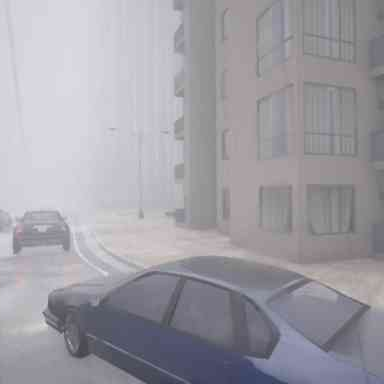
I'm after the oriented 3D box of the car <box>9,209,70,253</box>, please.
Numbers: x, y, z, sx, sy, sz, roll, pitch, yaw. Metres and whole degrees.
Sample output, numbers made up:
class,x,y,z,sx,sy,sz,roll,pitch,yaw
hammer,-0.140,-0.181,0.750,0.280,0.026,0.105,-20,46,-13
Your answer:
class,x,y,z,sx,sy,sz,roll,pitch,yaw
car,-6.680,1.516,14.835,2.097,1.767,4.553,0,-1,-24

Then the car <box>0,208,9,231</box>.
class,x,y,z,sx,sy,sz,roll,pitch,yaw
car,-13.423,1.798,22.281,1.812,1.442,4.674,0,0,-21

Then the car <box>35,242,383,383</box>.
class,x,y,z,sx,sy,sz,roll,pitch,yaw
car,0.171,1.579,4.189,5.357,1.411,2.033,-1,-1,41
